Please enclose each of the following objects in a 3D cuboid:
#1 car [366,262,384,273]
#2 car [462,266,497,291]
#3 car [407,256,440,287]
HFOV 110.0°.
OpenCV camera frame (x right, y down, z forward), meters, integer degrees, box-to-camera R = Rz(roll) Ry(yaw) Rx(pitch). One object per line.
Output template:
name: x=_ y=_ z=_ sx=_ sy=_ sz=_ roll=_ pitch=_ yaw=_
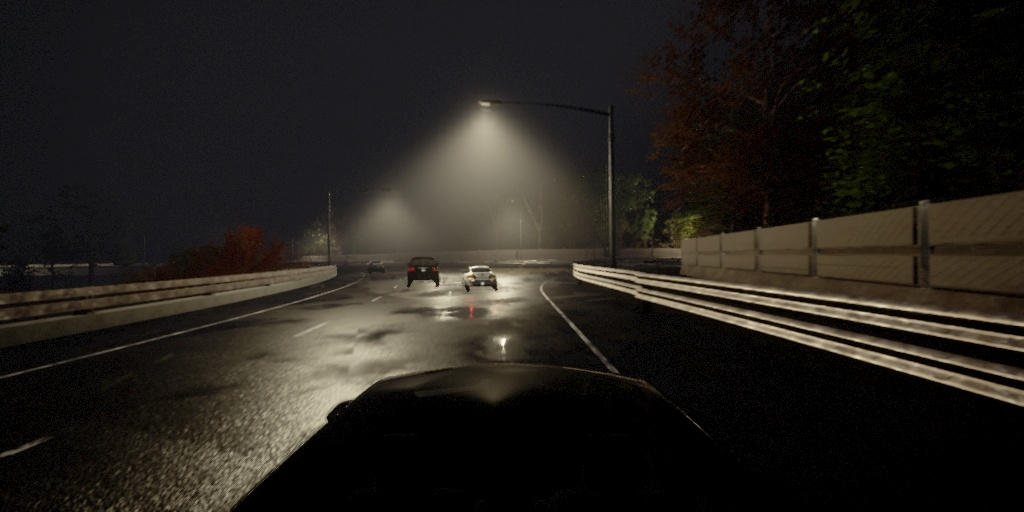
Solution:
car: x=-18.389 y=1.545 z=48.263 sx=1.994 sy=1.385 sz=4.181 roll=-1 pitch=0 yaw=-26
car: x=-2.045 y=1.301 z=22.008 sx=1.812 sy=1.442 sz=4.674 roll=-1 pitch=0 yaw=-11
car: x=-6.453 y=1.052 z=26.162 sx=2.150 sy=2.045 sz=5.566 roll=0 pitch=0 yaw=-14
